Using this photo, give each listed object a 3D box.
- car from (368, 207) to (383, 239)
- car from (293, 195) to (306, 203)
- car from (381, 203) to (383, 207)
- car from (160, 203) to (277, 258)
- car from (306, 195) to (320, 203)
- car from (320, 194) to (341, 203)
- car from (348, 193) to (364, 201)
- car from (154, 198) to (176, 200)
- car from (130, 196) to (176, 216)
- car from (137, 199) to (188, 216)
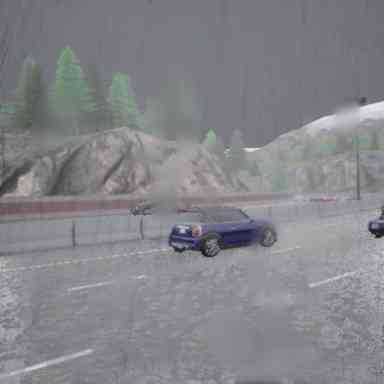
[{"bbox_3d":[10.083,1.462,15.494,4.718,1.301,1.895,-1,0,-41],"label":"car"},{"bbox_3d":[21.886,1.397,67.235,1.812,1.442,4.674,-2,0,31],"label":"car"},{"bbox_3d":[16.977,1.117,26.941,2.097,1.767,4.553,-2,-1,45],"label":"car"},{"bbox_3d":[1.333,1.401,13.326,4.553,1.767,2.097,-1,-1,-37],"label":"car"},{"bbox_3d":[24.105,1.283,64.147,1.882,1.535,5.008,-1,0,33],"label":"car"},{"bbox_3d":[24.725,1.113,58.711,2.097,1.767,4.553,-2,0,34],"label":"car"},{"bbox_3d":[29.102,1.010,59.009,2.097,1.767,4.553,-2,-1,33],"label":"car"},{"bbox_3d":[-1.302,1.729,34.082,4.892,1.490,1.837,-1,-1,-42],"label":"car"},{"bbox_3d":[-3.985,1.521,36.358,5.566,2.045,2.150,-1,-1,-42],"label":"car"},{"bbox_3d":[-1.866,1.686,28.979,5.008,1.535,1.882,-1,-1,-40],"label":"car"}]
